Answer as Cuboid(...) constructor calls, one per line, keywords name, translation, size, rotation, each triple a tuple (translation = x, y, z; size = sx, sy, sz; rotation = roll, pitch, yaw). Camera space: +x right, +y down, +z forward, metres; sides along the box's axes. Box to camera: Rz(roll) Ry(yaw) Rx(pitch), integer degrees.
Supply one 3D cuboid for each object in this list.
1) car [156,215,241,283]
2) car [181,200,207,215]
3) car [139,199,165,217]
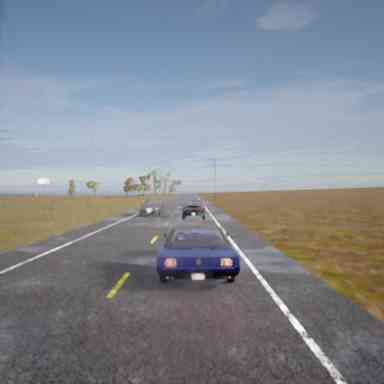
Cuboid(name="car", translation=(0.114, 1.563, 9.504), size=(1.895, 1.301, 4.718), rotation=(0, 0, -1))
Cuboid(name="car", translation=(0.127, 1.395, 27.448), size=(1.837, 1.490, 4.892), rotation=(0, 0, 0))
Cuboid(name="car", translation=(-3.565, 1.370, 30.145), size=(2.128, 1.511, 4.902), rotation=(0, 0, 0))
